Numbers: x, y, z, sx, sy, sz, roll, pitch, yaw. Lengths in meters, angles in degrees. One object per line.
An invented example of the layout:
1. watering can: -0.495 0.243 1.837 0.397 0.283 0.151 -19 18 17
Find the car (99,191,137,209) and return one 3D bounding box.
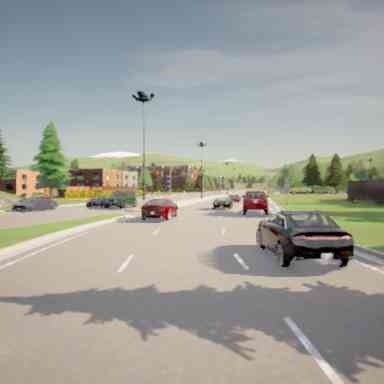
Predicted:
1. car: -8.146 0.858 38.290 2.150 2.045 5.566 0 1 11

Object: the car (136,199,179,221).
1. car: -2.276 1.225 24.761 1.882 1.535 5.008 0 1 9

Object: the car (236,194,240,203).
1. car: 6.619 0.964 52.929 1.994 1.385 4.181 0 1 11

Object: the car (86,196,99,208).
1. car: -11.235 1.191 40.685 1.994 1.385 4.181 0 1 11

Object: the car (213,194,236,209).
1. car: 3.523 1.188 36.955 1.895 1.301 4.718 0 1 11

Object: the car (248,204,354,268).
1. car: 3.383 1.357 10.751 2.128 1.511 4.902 0 1 0

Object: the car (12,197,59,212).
1. car: -16.048 1.267 34.479 2.033 1.411 5.357 0 1 11

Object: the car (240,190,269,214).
1. car: 5.744 0.869 30.077 2.150 2.045 5.566 0 1 11
